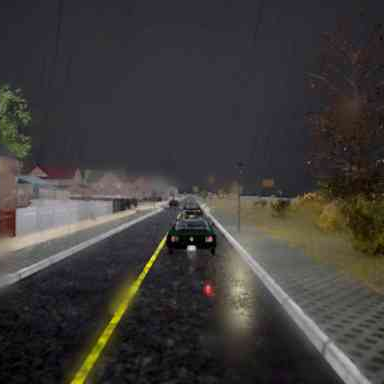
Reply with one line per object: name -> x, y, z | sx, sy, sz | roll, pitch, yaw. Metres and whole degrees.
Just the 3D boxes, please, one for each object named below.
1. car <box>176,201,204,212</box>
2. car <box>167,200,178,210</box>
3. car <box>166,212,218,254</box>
car -> -0.012, 1.767, 29.293 | 2.128, 1.511, 4.902 | 0, 0, 0
car -> -2.780, 1.994, 51.437 | 1.837, 1.490, 4.892 | 0, -1, 0
car -> -0.006, 1.734, 14.106 | 1.895, 1.301, 4.718 | 0, 0, 0
